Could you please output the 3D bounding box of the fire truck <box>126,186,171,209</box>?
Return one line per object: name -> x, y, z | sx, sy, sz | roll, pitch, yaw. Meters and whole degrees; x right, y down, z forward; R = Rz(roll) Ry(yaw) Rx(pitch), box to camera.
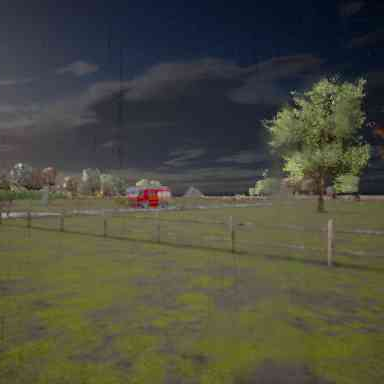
fire truck -> -7.348, 0.904, 56.888 | 2.891, 3.827, 8.468 | -1, -1, 36
